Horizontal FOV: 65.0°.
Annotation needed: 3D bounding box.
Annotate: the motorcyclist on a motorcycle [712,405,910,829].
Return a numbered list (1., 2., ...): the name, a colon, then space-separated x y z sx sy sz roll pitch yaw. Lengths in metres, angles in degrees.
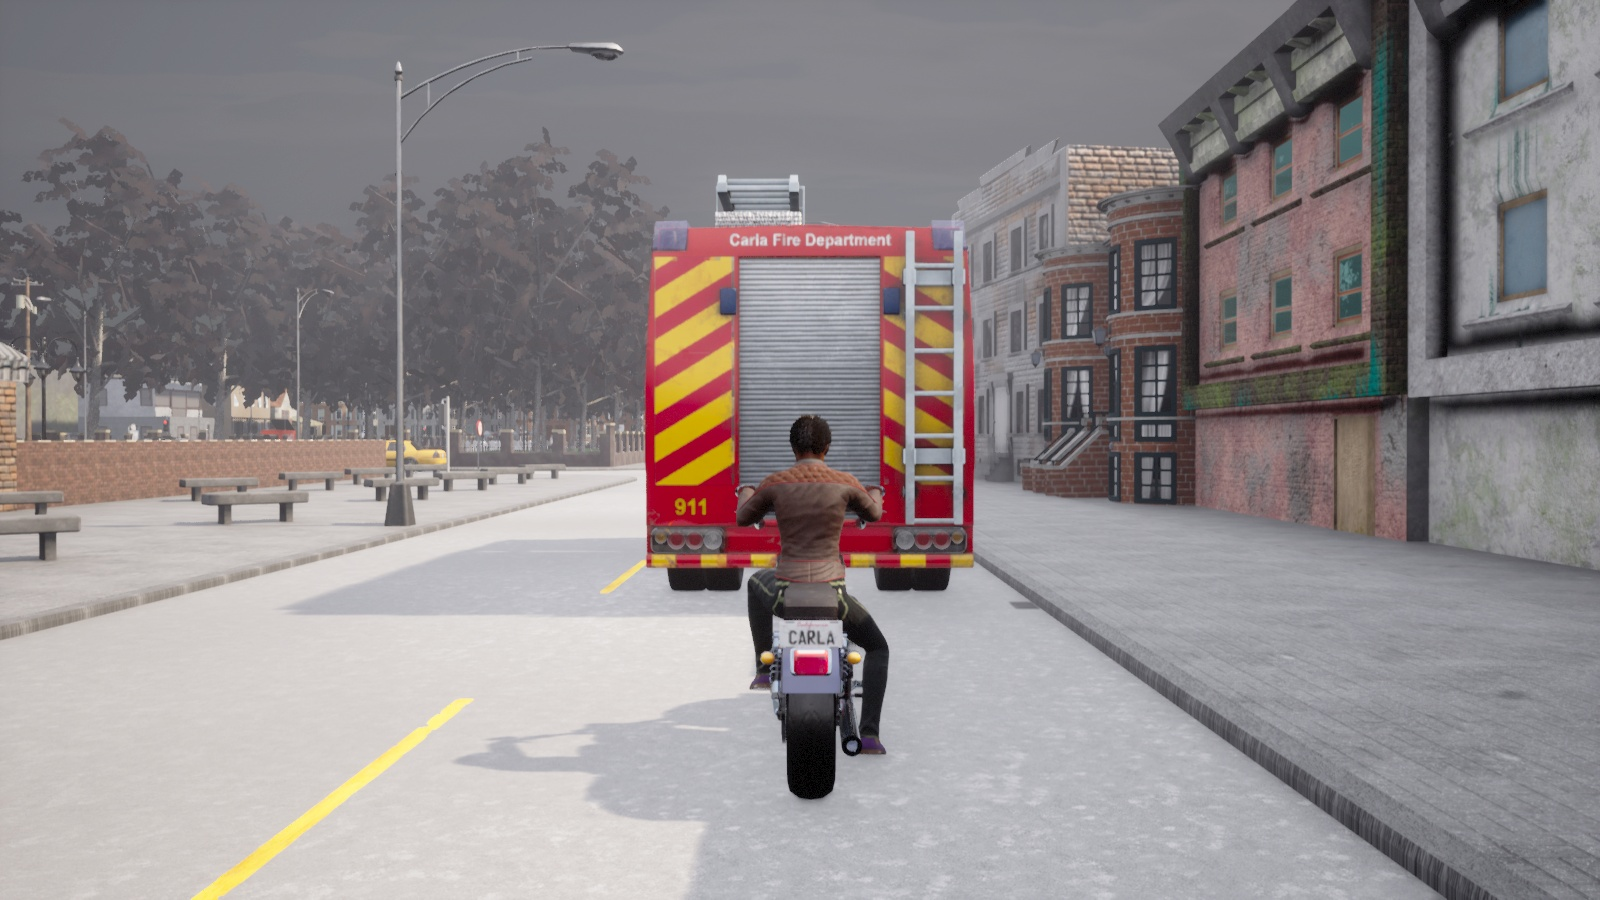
1. motorcyclist on a motorcycle: 0.049 0.645 6.063 0.766 1.649 2.350 0 0 0

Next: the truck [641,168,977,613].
1. truck: 0.100 -0.546 15.059 2.891 3.827 8.468 0 0 0

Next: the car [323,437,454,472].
1. car: -18.591 0.189 56.920 5.366 1.575 1.801 0 0 -2
